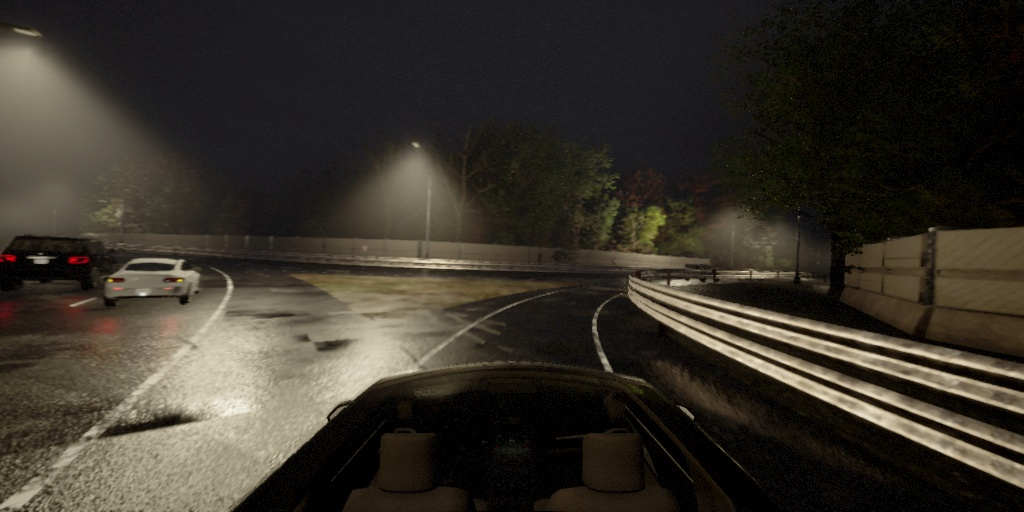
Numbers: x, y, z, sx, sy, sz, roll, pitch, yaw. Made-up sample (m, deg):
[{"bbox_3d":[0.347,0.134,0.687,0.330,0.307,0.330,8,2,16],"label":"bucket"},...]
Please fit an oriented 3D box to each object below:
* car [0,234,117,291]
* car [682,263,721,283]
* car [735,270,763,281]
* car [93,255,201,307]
[{"bbox_3d":[-17.984,0.214,14.509,2.150,2.045,5.566,3,0,-39],"label":"car"},{"bbox_3d":[21.267,1.852,40.195,5.566,2.045,2.150,2,0,-38],"label":"car"},{"bbox_3d":[32.090,2.627,48.590,5.357,1.411,2.033,2,0,-37],"label":"car"},{"bbox_3d":[-11.844,0.776,12.059,1.812,1.442,4.674,3,0,-36],"label":"car"}]
